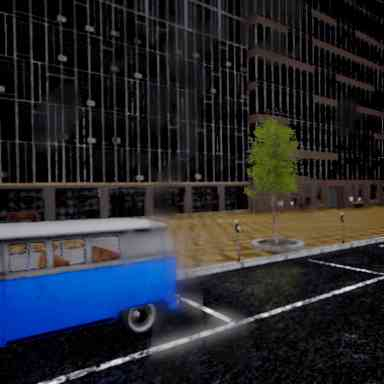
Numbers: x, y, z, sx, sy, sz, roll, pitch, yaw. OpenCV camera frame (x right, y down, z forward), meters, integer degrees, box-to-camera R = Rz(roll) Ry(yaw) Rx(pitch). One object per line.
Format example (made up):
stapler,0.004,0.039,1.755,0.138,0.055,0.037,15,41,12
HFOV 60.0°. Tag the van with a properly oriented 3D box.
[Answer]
van,-2.138,1.338,5.051,3.998,1.788,1.690,0,-1,-35
